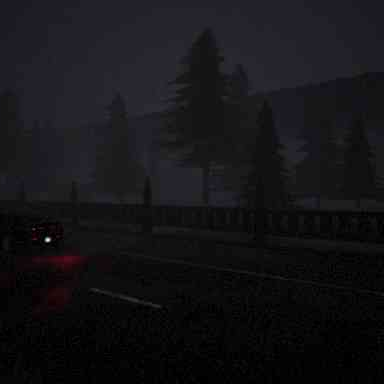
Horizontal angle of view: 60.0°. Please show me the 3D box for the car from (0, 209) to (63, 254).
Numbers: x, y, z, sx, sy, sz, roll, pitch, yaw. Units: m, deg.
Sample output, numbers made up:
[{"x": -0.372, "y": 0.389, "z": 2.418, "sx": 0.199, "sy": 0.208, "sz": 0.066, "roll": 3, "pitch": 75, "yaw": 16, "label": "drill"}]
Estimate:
[{"x": -7.160, "y": 1.470, "z": 13.383, "sx": 4.892, "sy": 1.490, "sz": 1.837, "roll": 0, "pitch": 0, "yaw": 36, "label": "car"}]
